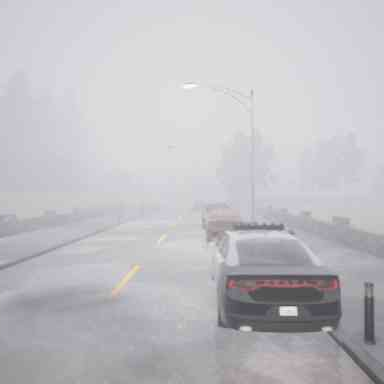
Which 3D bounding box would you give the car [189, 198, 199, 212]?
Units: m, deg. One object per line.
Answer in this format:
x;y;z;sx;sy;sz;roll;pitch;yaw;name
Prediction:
1.052;1.854;43.995;2.128;1.511;4.902;0;0;2;car

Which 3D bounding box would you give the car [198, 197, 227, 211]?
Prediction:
1.710;1.486;23.086;2.097;1.767;4.553;-4;-1;1;car

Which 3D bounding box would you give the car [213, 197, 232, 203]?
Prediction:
8.450;2.188;92.425;5.357;1.415;2.033;0;-1;-39;car

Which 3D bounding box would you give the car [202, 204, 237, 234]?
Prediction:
1.629;1.614;17.115;1.882;1.535;5.008;0;0;1;car

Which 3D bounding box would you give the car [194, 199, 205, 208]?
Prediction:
1.353;1.980;57.820;1.837;1.490;4.892;0;0;1;car

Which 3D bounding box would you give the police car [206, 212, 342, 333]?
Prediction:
1.405;1.481;7.228;1.930;1.638;5.238;0;0;1;police car
